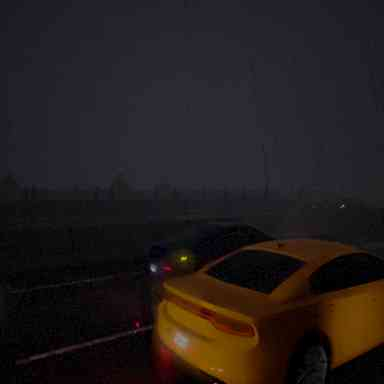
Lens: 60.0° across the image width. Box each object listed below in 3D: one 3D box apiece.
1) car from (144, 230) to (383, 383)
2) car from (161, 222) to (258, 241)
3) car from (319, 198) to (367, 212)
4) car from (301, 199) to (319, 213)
[{"bbox_3d":[1.893,1.476,5.092,5.008,1.535,1.882,0,0,-36],"label":"car"},{"bbox_3d":[1.014,1.523,8.765,4.674,1.442,1.812,0,0,-36],"label":"car"},{"bbox_3d":[14.592,1.346,31.496,4.553,1.767,2.097,0,0,-35],"label":"car"},{"bbox_3d":[13.568,1.484,35.056,5.008,1.535,1.882,1,-1,-35],"label":"car"}]
